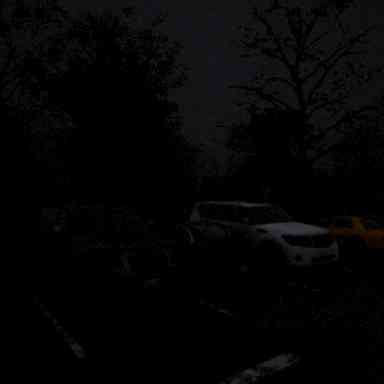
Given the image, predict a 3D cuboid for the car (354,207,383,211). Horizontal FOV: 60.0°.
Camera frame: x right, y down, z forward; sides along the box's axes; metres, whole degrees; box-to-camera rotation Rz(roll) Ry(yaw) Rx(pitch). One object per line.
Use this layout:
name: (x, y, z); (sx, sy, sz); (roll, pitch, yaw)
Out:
car: (8.672, 1.763, 16.494); (1.946, 1.575, 5.366); (2, -1, -36)

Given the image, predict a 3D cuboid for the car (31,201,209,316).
car: (-2.356, 1.266, 8.139); (2.435, 2.045, 5.566); (1, -1, -36)

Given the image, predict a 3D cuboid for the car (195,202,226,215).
car: (2.477, 2.274, 46.007); (1.812, 1.442, 4.674); (0, 1, -36)

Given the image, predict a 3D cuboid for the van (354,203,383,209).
van: (11.110, 1.612, 17.902); (1.878, 1.987, 4.442); (2, -1, -36)

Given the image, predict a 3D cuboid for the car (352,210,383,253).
car: (6.524, 1.701, 14.925); (1.946, 1.575, 5.366); (1, -1, -36)

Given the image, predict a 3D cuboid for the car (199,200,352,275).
car: (2.039, 1.341, 11.382); (2.435, 2.045, 5.566); (1, -1, -36)

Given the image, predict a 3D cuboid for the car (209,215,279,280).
car: (-0.224, 1.553, 9.740); (2.231, 1.521, 4.892); (1, -1, -36)
